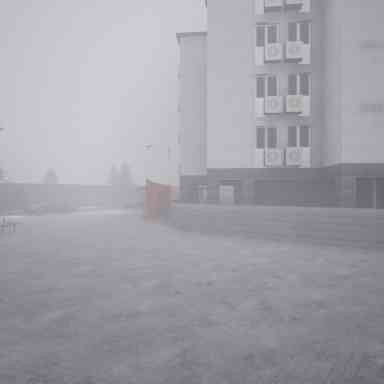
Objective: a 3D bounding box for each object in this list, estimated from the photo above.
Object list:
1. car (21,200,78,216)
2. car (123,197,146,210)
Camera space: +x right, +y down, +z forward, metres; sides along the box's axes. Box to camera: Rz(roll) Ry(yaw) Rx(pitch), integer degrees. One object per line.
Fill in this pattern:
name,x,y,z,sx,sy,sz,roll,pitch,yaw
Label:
car,-14.135,1.547,33.379,2.033,1.411,5.357,0,0,36
car,-6.836,1.478,43.563,1.882,1.535,5.008,0,0,36
